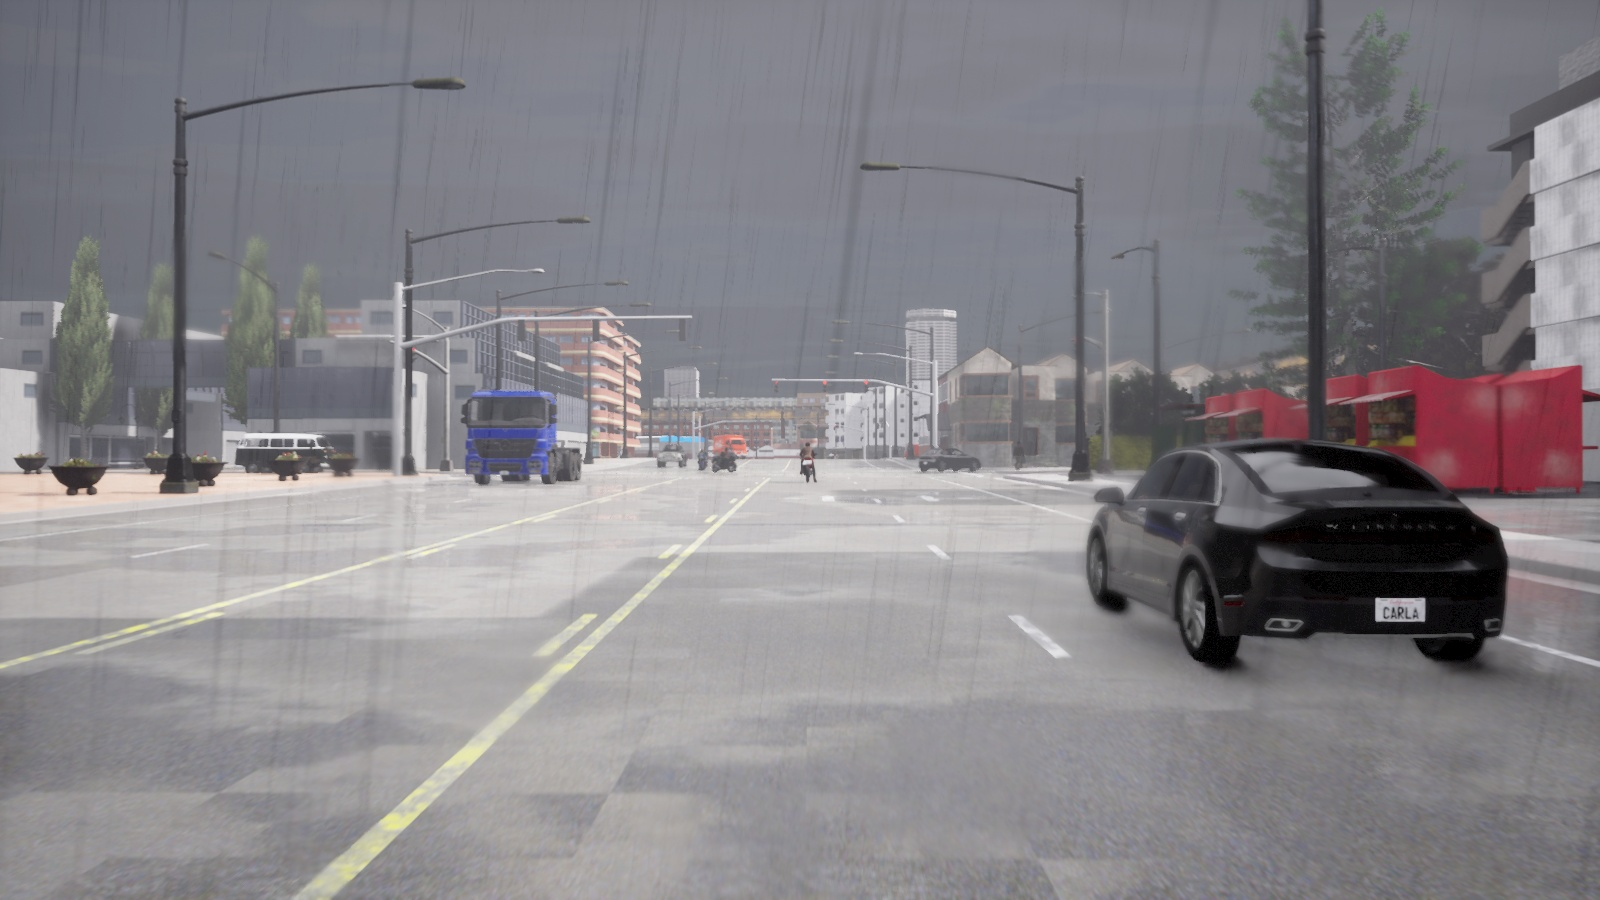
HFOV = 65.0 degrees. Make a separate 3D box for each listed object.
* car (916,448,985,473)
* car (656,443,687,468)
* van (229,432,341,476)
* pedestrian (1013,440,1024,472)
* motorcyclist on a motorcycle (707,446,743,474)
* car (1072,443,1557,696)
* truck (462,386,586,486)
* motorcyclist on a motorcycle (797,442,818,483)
[{"bbox_3d":[9.298,0.644,77.395,4.193,1.474,1.816,0,0,-38],"label":"car"},{"bbox_3d":[-9.924,0.426,97.155,1.932,1.855,4.605,0,0,0],"label":"car"},{"bbox_3d":[-24.593,0.193,60.051,4.480,2.038,2.069,0,0,1],"label":"van"},{"bbox_3d":[12.822,0.364,73.793,0.431,1.840,0.703,0,-1,28],"label":"pedestrian"},{"bbox_3d":[-4.304,0.570,71.918,2.044,1.523,0.797,0,-4,42],"label":"motorcyclist on a motorcycle"},{"bbox_3d":[3.572,0.693,9.881,1.837,1.490,4.892,0,0,0],"label":"car"},{"bbox_3d":[-10.210,-0.500,47.293,2.891,3.462,7.936,0,0,0],"label":"truck"},{"bbox_3d":[0.288,0.469,47.274,0.797,1.523,2.044,0,0,0],"label":"motorcyclist on a motorcycle"}]
